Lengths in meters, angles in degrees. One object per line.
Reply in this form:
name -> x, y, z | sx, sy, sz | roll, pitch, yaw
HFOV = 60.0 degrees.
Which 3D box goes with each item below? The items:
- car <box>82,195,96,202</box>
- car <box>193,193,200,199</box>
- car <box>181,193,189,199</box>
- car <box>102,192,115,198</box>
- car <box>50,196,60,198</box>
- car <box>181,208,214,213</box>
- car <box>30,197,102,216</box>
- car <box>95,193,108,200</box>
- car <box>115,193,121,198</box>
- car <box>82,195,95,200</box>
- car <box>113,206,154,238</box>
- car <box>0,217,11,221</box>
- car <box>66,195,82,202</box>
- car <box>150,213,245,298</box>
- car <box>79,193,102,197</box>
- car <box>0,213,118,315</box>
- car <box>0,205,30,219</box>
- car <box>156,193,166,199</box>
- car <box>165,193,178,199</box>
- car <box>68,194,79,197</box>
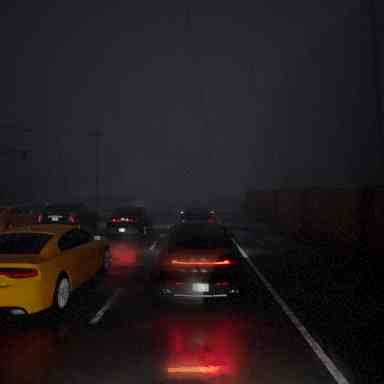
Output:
car -> -23.505, 1.468, 76.020 | 1.994, 1.385, 4.181 | 0, 0, 1
car -> 1.382, 1.242, 95.041 | 1.994, 1.385, 4.181 | 0, 1, 1
car -> -2.118, 1.045, 95.079 | 2.097, 1.767, 4.553 | 0, 1, 1
car -> -20.005, 1.141, 75.983 | 2.150, 2.045, 5.566 | 0, 0, 1
car -> -27.199, 1.528, 66.193 | 1.994, 1.385, 4.181 | 0, 0, 1
car -> 0.305, 1.564, 18.632 | 1.994, 1.385, 4.181 | 0, 0, 1
car -> -6.698, 1.352, 18.462 | 2.097, 1.767, 4.553 | 0, 0, 1
car -> -23.303, 1.174, 86.083 | 2.097, 1.767, 4.553 | 0, 1, 1
car -> -19.801, 1.171, 86.175 | 2.097, 1.767, 4.553 | 0, 1, 1
car -> -26.799, 1.411, 86.344 | 1.895, 1.301, 4.718 | 0, 1, 1
car -> -3.203, 1.505, 17.770 | 1.837, 1.490, 4.892 | 0, 0, 0
car -> -6.812, 1.564, 8.442 | 1.994, 1.385, 4.181 | 0, 0, 0
car -> -27.001, 1.467, 76.255 | 1.994, 1.385, 4.181 | 0, 0, 1
car -> 0.186, 1.505, 8.515 | 1.837, 1.490, 4.892 | 0, 0, 1
car -> -20.200, 1.311, 66.102 | 2.097, 1.767, 4.553 | 0, 0, 1
car -> -3.324, 1.478, 7.691 | 1.882, 1.535, 5.008 | 0, 0, 1
car -> -10.199, 1.478, 18.474 | 1.882, 1.535, 5.008 | 0, 0, 1
car -> -9.125, 1.169, 94.839 | 1.882, 1.535, 5.008 | 0, 1, 1
car -> -5.625, 1.217, 94.765 | 2.128, 1.511, 4.902 | 0, 1, 1
car -> -23.699, 1.330, 66.162 | 2.097, 1.767, 4.553 | 0, 0, 1
